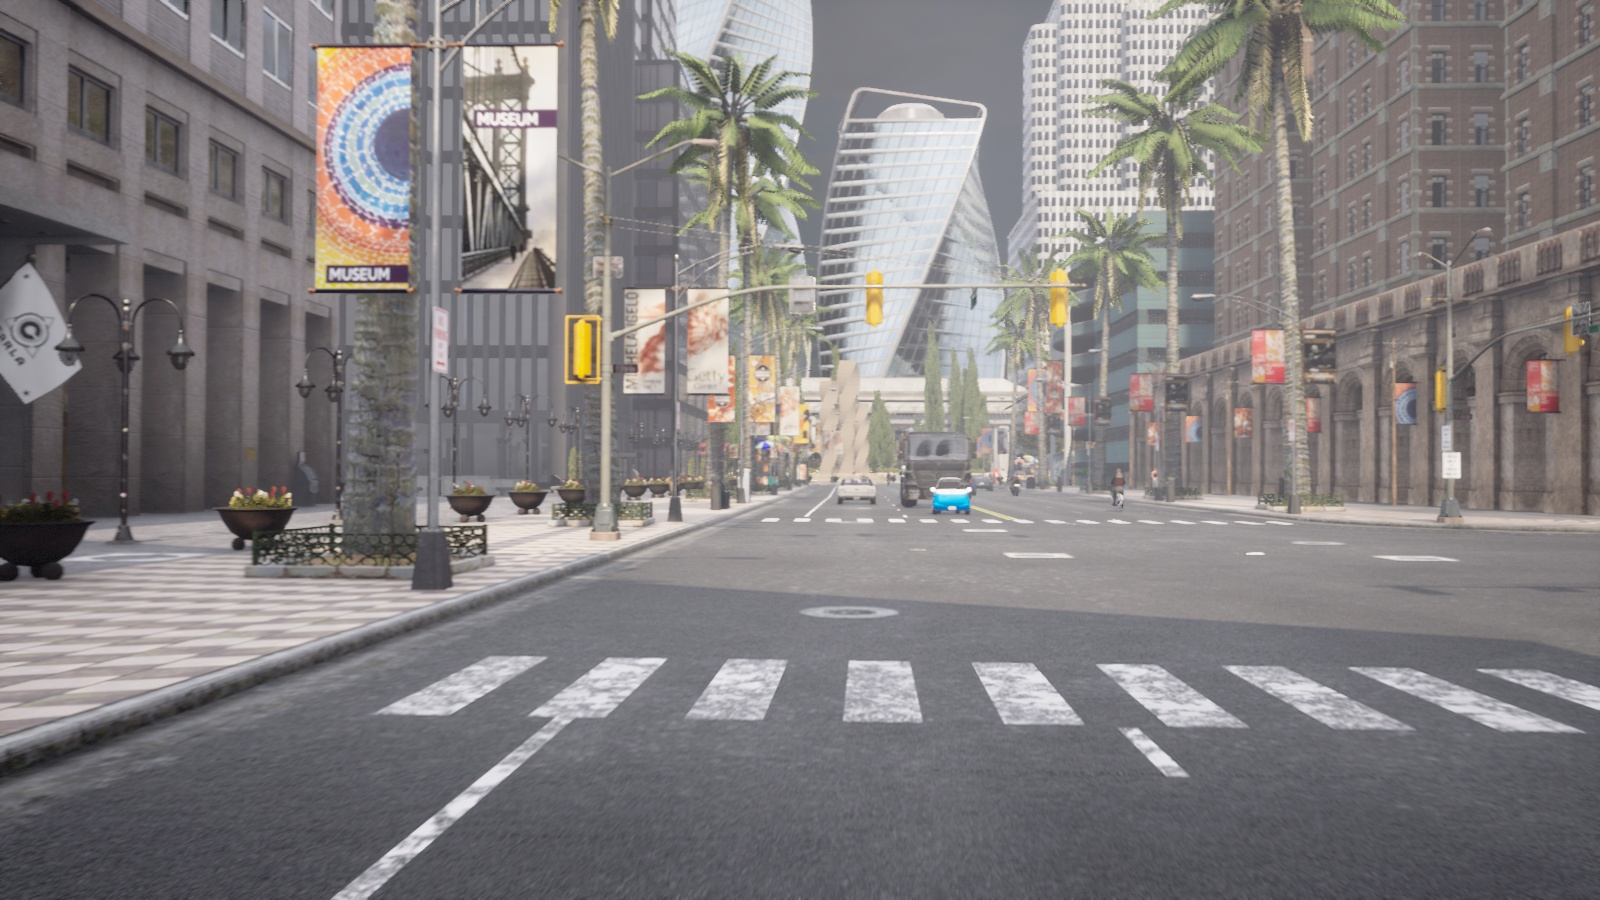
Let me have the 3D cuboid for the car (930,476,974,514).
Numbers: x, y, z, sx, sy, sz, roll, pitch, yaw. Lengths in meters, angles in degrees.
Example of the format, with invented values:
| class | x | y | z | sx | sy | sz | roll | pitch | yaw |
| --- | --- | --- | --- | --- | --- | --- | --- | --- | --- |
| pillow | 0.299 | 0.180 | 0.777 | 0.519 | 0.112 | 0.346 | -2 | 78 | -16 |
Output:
| class | x | y | z | sx | sy | sz | roll | pitch | yaw |
| --- | --- | --- | --- | --- | --- | --- | --- | --- | --- |
| car | 5.669 | 1.665 | 46.941 | 1.481 | 1.376 | 2.207 | 0 | -1 | 3 |

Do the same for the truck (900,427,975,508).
| class | x | y | z | sx | sy | sz | roll | pitch | yaw |
| --- | --- | --- | --- | --- | --- | --- | --- | --- | --- |
| truck | 6.182 | 0.809 | 57.585 | 2.891 | 3.462 | 7.936 | 0 | -1 | 3 |

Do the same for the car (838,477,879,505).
| class | x | y | z | sx | sy | sz | roll | pitch | yaw |
| --- | --- | --- | --- | --- | --- | --- | --- | --- | --- |
| car | 2.854 | 1.965 | 61.184 | 1.895 | 1.301 | 4.718 | 0 | -1 | 3 |
